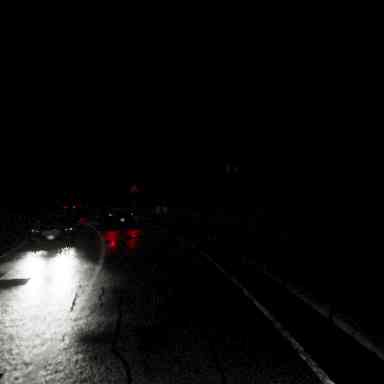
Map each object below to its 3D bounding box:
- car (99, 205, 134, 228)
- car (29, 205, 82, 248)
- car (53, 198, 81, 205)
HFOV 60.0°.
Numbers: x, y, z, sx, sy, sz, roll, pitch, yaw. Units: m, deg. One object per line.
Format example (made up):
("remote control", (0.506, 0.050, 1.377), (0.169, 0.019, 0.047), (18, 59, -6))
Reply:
("car", (-5.346, 1.635, 23.324), (1.812, 1.442, 4.674), (-1, 0, -23))
("car", (-6.382, 1.584, 15.652), (2.128, 1.511, 4.902), (-1, 0, -18))
("car", (-14.402, 1.774, 37.959), (2.150, 2.045, 5.566), (-3, 0, -39))
